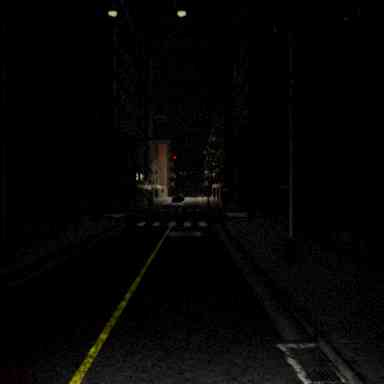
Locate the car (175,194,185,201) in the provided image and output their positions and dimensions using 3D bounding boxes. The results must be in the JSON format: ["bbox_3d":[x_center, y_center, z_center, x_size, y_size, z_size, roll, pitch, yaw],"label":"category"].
[{"bbox_3d":[-2.709,1.278,77.689,2.128,1.511,4.902,0,0,0],"label":"car"}]

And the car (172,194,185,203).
[{"bbox_3d":[-2.733,1.361,62.167,2.033,1.411,5.357,0,0,1],"label":"car"}]
